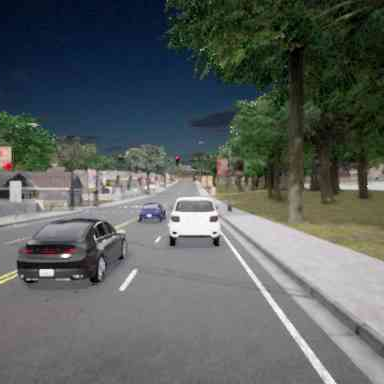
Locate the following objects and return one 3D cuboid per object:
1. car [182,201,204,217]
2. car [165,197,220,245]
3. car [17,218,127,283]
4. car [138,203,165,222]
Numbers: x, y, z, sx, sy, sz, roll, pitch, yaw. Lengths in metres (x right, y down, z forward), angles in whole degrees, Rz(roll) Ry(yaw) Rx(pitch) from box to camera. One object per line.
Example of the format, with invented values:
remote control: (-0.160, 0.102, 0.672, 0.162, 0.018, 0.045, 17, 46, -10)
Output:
car: (0.118, 1.624, 33.061, 2.033, 1.411, 5.357, 0, 0, 0)
car: (0.111, 1.239, 15.837, 2.150, 2.045, 5.566, 0, 0, 0)
car: (-3.144, 1.506, 9.613, 1.837, 1.490, 4.892, 0, 0, 0)
car: (-3.137, 1.580, 26.715, 1.812, 1.442, 4.674, 0, 0, 0)
